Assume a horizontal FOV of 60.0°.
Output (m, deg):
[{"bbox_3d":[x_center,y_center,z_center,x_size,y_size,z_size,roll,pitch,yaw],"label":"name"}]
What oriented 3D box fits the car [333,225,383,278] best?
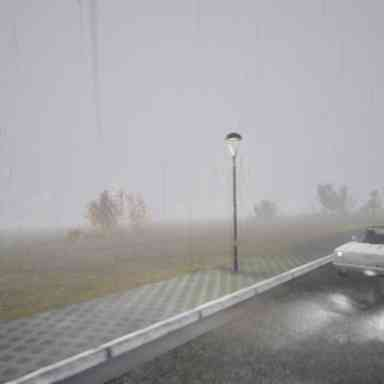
[{"bbox_3d":[5.847,1.714,9.913,1.895,1.301,4.718,-2,-1,41],"label":"car"}]
